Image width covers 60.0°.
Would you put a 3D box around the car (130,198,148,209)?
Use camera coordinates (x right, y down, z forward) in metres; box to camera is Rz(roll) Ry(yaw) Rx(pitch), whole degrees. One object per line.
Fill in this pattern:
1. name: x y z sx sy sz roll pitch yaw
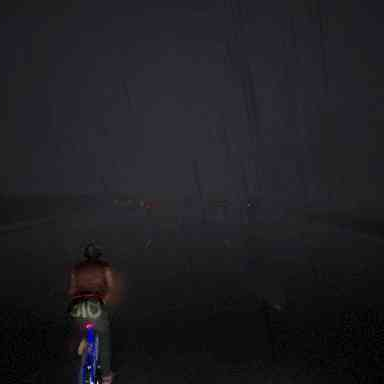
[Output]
1. car: -7.504 1.603 47.464 1.895 1.301 4.718 0 0 0

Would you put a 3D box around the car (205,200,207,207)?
1. car: 2.990 1.507 48.062 1.837 1.490 4.892 0 0 0

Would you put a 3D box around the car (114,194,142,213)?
1. car: -7.336 1.223 37.701 2.150 2.045 5.566 0 0 -1

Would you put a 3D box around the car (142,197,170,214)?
1. car: -3.820 1.549 36.120 2.033 1.411 5.357 0 0 0

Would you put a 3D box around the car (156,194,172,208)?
1. car: -4.017 1.223 46.365 2.150 2.045 5.566 0 0 0

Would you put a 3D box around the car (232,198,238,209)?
1. car: 6.492 1.550 45.495 2.033 1.411 5.357 0 0 0

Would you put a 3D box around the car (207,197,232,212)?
1. car: 3.128 1.507 38.650 1.837 1.490 4.892 0 0 0

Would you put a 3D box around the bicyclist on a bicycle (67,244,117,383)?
1. bicyclist on a bicycle: -1.111 1.438 3.787 0.582 1.620 1.656 -3 -1 -6

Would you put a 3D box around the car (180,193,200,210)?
1. car: -0.406 1.223 43.786 2.150 2.045 5.566 0 0 -1

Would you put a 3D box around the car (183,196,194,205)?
1. car: -0.576 1.480 58.162 1.882 1.535 5.008 0 0 -1

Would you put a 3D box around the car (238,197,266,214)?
1. car: 6.611 1.354 36.184 2.097 1.767 4.553 0 0 0
